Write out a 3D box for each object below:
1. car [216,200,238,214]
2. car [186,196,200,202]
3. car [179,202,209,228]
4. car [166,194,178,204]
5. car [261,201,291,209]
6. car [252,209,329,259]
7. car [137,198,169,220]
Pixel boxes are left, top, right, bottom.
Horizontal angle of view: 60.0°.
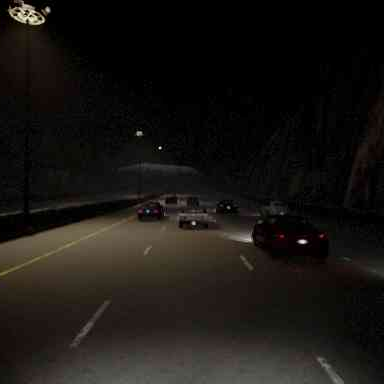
[{"bbox_3d":[3.615,1.482,34.750,1.994,1.385,4.181,0,1,0],"label":"car"},{"bbox_3d":[0.122,1.309,48.107,2.033,1.411,5.357,0,1,0],"label":"car"},{"bbox_3d":[0.108,1.601,22.436,1.895,1.301,4.718,0,0,0],"label":"car"},{"bbox_3d":[-3.375,1.141,55.365,2.128,1.511,4.902,0,1,0],"label":"car"},{"bbox_3d":[7.113,1.494,28.384,1.812,1.442,4.674,0,1,0],"label":"car"},{"bbox_3d":[3.604,1.593,12.843,1.994,1.385,4.181,0,0,0],"label":"car"},{"bbox_3d":[-3.388,1.514,28.089,2.033,1.411,5.357,0,0,0],"label":"car"}]
